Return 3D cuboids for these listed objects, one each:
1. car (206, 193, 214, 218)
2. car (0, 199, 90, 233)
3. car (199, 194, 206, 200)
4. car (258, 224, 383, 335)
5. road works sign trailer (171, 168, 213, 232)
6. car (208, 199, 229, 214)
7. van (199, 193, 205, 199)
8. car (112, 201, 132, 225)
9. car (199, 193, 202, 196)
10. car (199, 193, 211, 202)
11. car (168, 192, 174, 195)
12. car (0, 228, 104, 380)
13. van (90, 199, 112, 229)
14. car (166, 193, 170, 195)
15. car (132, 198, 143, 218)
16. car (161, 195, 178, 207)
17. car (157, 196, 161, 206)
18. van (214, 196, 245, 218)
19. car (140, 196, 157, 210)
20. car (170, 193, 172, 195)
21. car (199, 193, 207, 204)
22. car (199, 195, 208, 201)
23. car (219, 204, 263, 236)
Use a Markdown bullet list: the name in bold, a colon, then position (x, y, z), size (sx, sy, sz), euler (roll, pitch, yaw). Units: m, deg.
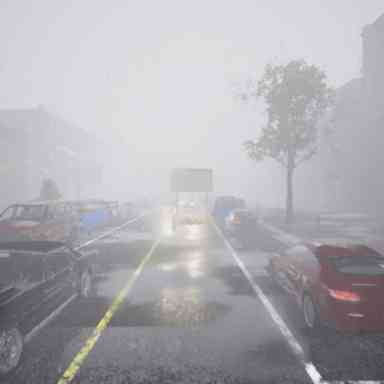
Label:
- **car**: position (2.677, 1.223, 28.715), size (2.192, 1.841, 5.009), euler (-1, 0, 0)
- **car**: position (-5.699, 1.276, 12.065), size (2.192, 1.841, 5.009), euler (-1, 0, 0)
- **car**: position (2.663, 1.251, 84.368), size (1.752, 1.417, 4.829), euler (-1, 0, 0)
- **car**: position (2.685, 1.561, 6.522), size (1.802, 1.307, 4.206), euler (-1, 0, 0)
- **road works sign trailer**: position (0.005, 0.402, 19.443), size (2.380, 3.560, 2.880), euler (0, 0, 0)
- **car**: position (2.677, 1.472, 34.264), size (1.802, 1.307, 4.206), euler (-1, 0, 0)
- **van**: position (2.659, 1.048, 89.746), size (1.690, 1.788, 3.998), euler (-1, 0, 0)
- **car**: position (-5.701, 1.366, 23.162), size (1.967, 1.590, 4.097), euler (-1, 0, 0)
- **car**: position (2.670, 1.324, 62.174), size (1.752, 1.417, 4.829), euler (-1, 0, 0)
- **car**: position (2.665, 1.096, 67.553), size (2.192, 1.841, 5.009), euler (-1, 0, 0)
- **car**: position (-5.720, 1.041, 84.193), size (2.192, 1.841, 5.009), euler (-1, 0, 0)
- **car**: position (-3.104, 1.583, 5.568), size (1.895, 1.301, 4.718), euler (0, 0, 0)
- **van**: position (-5.701, 1.285, 17.614), size (1.690, 1.788, 3.998), euler (-1, 0, 0)
- **car**: position (-5.712, 1.350, 62.001), size (2.008, 1.369, 4.403), euler (-1, 0, 0)
- **car**: position (-5.702, 1.452, 28.711), size (1.887, 1.381, 4.507), euler (-1, 0, 0)
- **car**: position (-3.087, 1.443, 48.772), size (1.895, 1.301, 4.718), euler (0, 0, 0)
- **car**: position (-5.707, 1.398, 45.356), size (1.887, 1.381, 4.507), euler (-1, 0, 0)
- **van**: position (2.678, 1.267, 23.167), size (1.690, 1.788, 3.998), euler (-1, 0, 0)
- **car**: position (-5.706, 1.312, 39.807), size (1.967, 1.590, 4.097), euler (-1, 0, 0)
- **car**: position (-5.713, 1.363, 67.550), size (1.802, 1.307, 4.206), euler (-1, 0, 0)
- **car**: position (2.671, 1.383, 56.457), size (1.947, 1.339, 4.313), euler (-1, 0, 0)
- **car**: position (2.664, 1.326, 78.650), size (1.802, 1.307, 4.206), euler (-1, 0, 0)
- **car**: position (2.682, 1.526, 17.619), size (1.802, 1.307, 4.206), euler (-1, 0, 0)
